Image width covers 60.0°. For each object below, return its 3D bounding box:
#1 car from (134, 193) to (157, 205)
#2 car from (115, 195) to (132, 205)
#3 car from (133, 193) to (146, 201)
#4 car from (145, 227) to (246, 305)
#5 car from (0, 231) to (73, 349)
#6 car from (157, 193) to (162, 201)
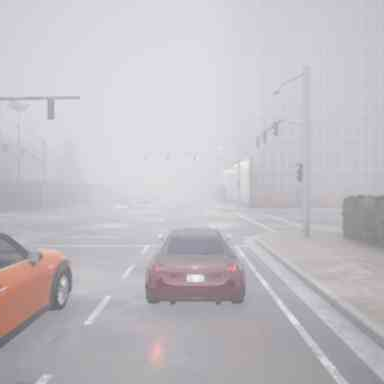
[{"bbox_3d":[-7.098,1.022,51.508,2.097,1.767,4.553,0,0,0],"label":"car"},{"bbox_3d":[-10.599,1.161,51.544,2.128,1.511,4.902,0,0,0],"label":"car"},{"bbox_3d":[-10.539,1.048,67.137,1.882,1.535,5.008,0,0,0],"label":"car"},{"bbox_3d":[0.074,1.512,8.013,1.994,1.385,4.181,0,0,0],"label":"car"},{"bbox_3d":[-3.442,1.320,4.832,2.097,1.767,4.553,0,0,0],"label":"car"},{"bbox_3d":[-7.041,1.073,66.966,1.837,1.490,4.892,0,0,0],"label":"car"}]
